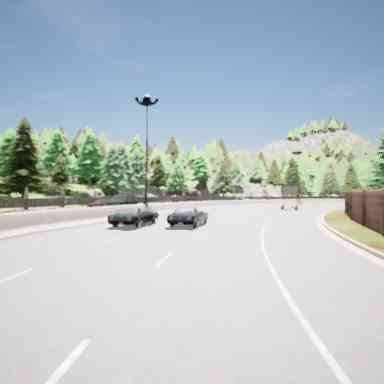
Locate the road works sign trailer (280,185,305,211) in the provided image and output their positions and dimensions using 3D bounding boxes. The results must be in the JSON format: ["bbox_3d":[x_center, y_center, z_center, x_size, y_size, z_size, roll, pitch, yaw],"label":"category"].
[{"bbox_3d":[14.066,0.784,47.392,2.380,3.560,2.880,0,0,36],"label":"road works sign trailer"}]

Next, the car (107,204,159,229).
[{"bbox_3d":[-3.866,1.691,22.753,1.895,1.301,4.718,0,0,14],"label":"car"}]

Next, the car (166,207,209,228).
[{"bbox_3d":[-0.165,1.715,23.112,1.895,1.301,4.718,0,0,15],"label":"car"}]
